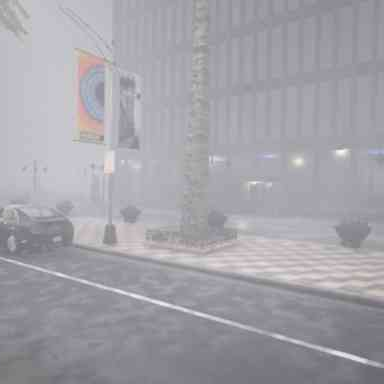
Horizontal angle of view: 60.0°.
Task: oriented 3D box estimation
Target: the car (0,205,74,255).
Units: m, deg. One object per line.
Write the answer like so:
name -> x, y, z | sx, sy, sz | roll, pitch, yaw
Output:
car -> -6.301, 1.201, 12.089 | 4.892, 1.521, 2.231 | 2, 1, 35
